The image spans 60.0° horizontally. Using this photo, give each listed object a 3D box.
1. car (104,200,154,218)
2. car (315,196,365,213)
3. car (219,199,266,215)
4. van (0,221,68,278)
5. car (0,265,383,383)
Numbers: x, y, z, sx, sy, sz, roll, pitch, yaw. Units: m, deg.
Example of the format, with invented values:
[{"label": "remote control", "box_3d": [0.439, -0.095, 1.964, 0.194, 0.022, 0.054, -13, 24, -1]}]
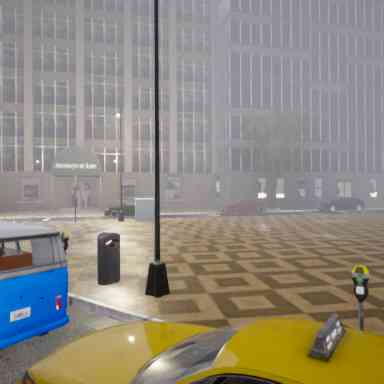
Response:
[{"label": "car", "box_3d": [-5.161, 1.394, 27.499, 4.181, 1.385, 1.994, 0, 0, -14]}, {"label": "car", "box_3d": [14.412, 1.190, 32.367, 4.892, 1.490, 1.837, 0, 0, -14]}, {"label": "car", "box_3d": [4.553, 1.319, 29.924, 4.181, 1.385, 1.994, 0, 0, -14]}, {"label": "van", "box_3d": [-3.722, 1.343, 5.371, 3.998, 1.788, 1.690, 0, 0, 35]}, {"label": "car", "box_3d": [0.649, 1.525, 2.263, 4.829, 1.417, 1.752, 0, 0, 35]}]
